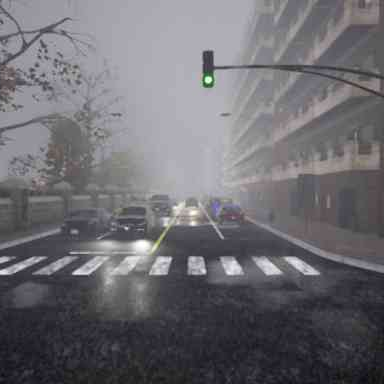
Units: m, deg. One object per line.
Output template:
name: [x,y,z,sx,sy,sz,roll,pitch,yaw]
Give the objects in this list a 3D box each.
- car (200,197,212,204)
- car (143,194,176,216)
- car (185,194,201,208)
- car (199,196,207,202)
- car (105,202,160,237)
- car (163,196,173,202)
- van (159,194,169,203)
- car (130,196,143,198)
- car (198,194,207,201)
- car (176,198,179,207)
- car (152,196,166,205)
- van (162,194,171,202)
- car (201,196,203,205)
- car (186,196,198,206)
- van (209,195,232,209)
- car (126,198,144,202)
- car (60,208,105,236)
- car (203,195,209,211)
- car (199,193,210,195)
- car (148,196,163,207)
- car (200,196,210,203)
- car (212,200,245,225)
car: [2.677,1.573,63.369,2.008,1.369,4.403,0,0,0]
car: [-3.097,1.220,32.903,2.150,2.045,5.566,0,0,0]
car: [-0.012,1.484,47.042,1.882,1.535,5.008,0,0,0]
car: [2.672,1.630,80.259,1.802,1.307,4.206,0,0,0]
car: [-3.101,1.500,18.266,1.837,1.490,4.892,0,0,0]
car: [-5.708,1.598,80.256,2.008,1.369,4.403,0,0,0]
van: [-5.705,1.370,68.997,1.690,1.788,3.998,0,0,0]
car: [-5.696,1.314,35.216,2.192,1.841,5.009,0,0,0]
car: [2.671,1.374,85.889,2.192,1.841,5.009,0,0,0]
car: [-3.024,1.558,51.461,2.033,1.411,5.357,0,0,0]
car: [-5.701,1.456,57.736,1.967,1.590,4.097,0,0,0]
van: [-5.706,1.379,74.626,1.690,1.788,3.998,0,0,0]
car: [2.681,1.557,46.478,2.008,1.369,4.403,0,0,0]
car: [-0.013,1.493,57.461,1.882,1.535,5.008,0,0,0]
van: [2.686,1.338,29.588,1.690,1.788,3.998,0,0,0]
car: [-5.694,1.522,29.416,1.752,1.417,4.829,0,0,0]
car: [-5.692,1.561,18.325,1.947,1.339,4.313,0,0,0]
car: [2.683,1.442,40.848,1.967,1.590,4.097,0,0,0]
car: [2.679,1.331,57.738,2.192,1.841,5.009,0,0,0]
car: [-5.700,1.451,52.107,1.967,1.590,4.097,0,0,0]
car: [2.675,1.574,68.999,1.887,1.381,4.507,0,0,0]
car: [2.687,1.540,23.957,1.887,1.381,4.507,0,0,0]
